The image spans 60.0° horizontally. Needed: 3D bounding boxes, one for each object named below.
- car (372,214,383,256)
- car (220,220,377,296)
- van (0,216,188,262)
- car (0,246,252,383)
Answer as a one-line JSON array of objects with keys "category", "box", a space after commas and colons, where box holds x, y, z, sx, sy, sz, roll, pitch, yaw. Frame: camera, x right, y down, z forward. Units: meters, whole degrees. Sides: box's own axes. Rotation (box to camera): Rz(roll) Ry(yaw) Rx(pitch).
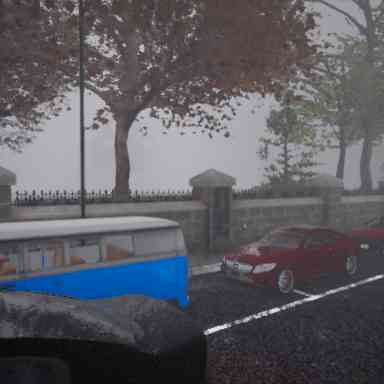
[{"category": "car", "box": [7.232, 1.421, 11.684, 4.507, 1.381, 1.887, -1, 0, -35]}, {"category": "car", "box": [2.641, 1.513, 8.425, 4.206, 1.307, 1.802, -1, 0, -35]}, {"category": "van", "box": [-1.952, 1.328, 5.164, 3.998, 1.788, 1.690, -1, 0, -35]}, {"category": "car", "box": [-2.151, 1.485, 1.843, 5.008, 1.535, 1.882, -1, 0, -35]}]
